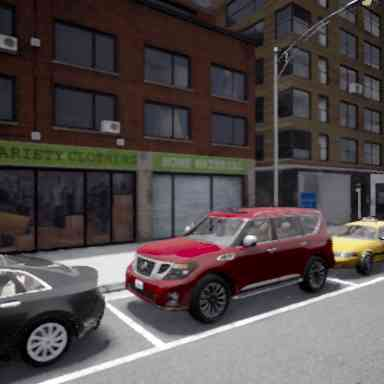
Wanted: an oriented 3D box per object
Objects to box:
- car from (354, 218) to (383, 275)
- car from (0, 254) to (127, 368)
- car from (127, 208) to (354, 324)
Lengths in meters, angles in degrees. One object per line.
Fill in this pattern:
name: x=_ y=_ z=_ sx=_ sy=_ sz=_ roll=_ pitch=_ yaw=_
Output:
car: x=5.419 y=1.517 z=10.396 sx=4.829 sy=1.417 sz=1.752 roll=0 pitch=0 yaw=-35
car: x=-3.319 y=1.552 z=4.166 sx=4.403 sy=1.369 sz=2.008 roll=0 pitch=0 yaw=-35
car: x=1.119 y=1.311 z=7.331 sx=5.009 sy=1.841 sz=2.192 roll=0 pitch=0 yaw=-35
